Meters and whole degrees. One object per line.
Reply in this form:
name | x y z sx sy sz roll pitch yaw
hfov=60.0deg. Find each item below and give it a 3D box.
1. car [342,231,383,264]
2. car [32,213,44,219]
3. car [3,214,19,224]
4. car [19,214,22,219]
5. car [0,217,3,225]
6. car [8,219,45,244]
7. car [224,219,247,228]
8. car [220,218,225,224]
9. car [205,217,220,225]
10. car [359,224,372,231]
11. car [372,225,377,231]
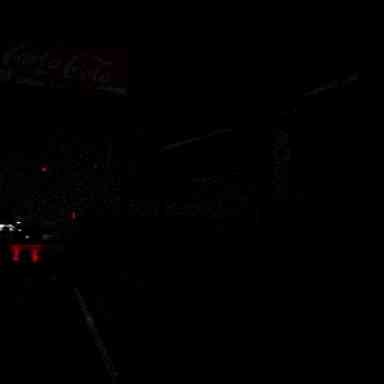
car | 10.898 3.296 19.112 4.611 1.667 2.242 4 -4 -24
car | -25.584 4.631 55.037 1.895 1.301 4.718 4 -5 -25
car | -26.479 4.035 47.787 1.994 1.385 4.181 4 -4 -24
car | -32.737 4.776 61.787 1.812 1.442 4.674 4 -4 -24
car | -20.377 3.061 31.444 1.812 1.442 4.674 2 -3 0
car | -11.960 2.979 24.430 2.128 1.511 4.902 4 -6 -24
car | 8.648 6.123 63.228 2.007 1.523 4.514 4 -4 -24
car | 6.783 7.222 82.686 1.932 1.855 4.605 4 -4 -24
car | 4.312 7.015 81.116 1.905 1.878 3.866 4 -4 -24
car | 31.708 7.006 65.213 2.152 1.636 5.027 4 -4 -24
car | 34.539 7.196 66.552 2.007 1.523 4.514 4 -4 -24
